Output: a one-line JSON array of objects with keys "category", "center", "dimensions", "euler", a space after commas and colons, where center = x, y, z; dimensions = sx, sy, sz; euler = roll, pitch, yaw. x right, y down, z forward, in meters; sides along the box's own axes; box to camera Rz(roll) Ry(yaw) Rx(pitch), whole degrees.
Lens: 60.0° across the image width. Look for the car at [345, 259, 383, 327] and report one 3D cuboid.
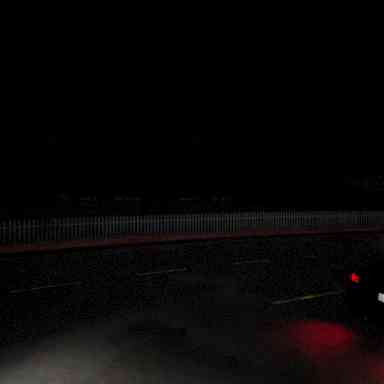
[{"category": "car", "center": [4.746, 1.564, 5.745], "dimensions": [4.181, 1.385, 1.994], "euler": [0, 0, -24]}]
